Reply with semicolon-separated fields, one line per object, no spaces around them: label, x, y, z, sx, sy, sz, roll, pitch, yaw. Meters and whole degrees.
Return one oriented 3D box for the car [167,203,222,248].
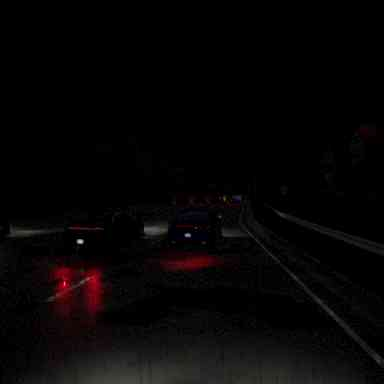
car;0.250;1.490;15.032;1.882;1.535;5.008;0;0;9

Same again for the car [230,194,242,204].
car;8.550;1.656;65.632;1.895;1.301;4.718;0;0;9

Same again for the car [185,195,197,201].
car;-0.174;1.444;77.190;1.994;1.385;4.181;0;0;9

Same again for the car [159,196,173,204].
car;-5.334;1.595;67.484;2.033;1.411;5.357;0;0;9

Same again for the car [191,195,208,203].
car;1.572;1.529;66.338;1.882;1.535;5.008;0;0;9

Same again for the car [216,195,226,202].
car;6.731;1.372;76.044;1.882;1.535;5.008;0;0;9

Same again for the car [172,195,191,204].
car;-1.881;1.598;66.911;2.033;1.411;5.357;0;0;9

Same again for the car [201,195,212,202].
car;3.279;1.445;76.617;1.994;1.385;4.181;0;0;9

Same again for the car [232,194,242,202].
car;10.179;1.251;75.441;2.097;1.767;4.553;0;0;9

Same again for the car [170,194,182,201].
car;-3.627;1.368;77.764;1.882;1.535;5.008;0;0;9

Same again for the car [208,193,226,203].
car;5.030;1.275;65.794;2.150;2.045;5.566;0;0;9

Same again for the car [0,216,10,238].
car;-10.419;1.358;14.888;2.097;1.767;4.553;0;0;9

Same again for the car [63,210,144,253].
car;-3.479;1.501;13.942;2.128;1.511;4.902;0;0;9
